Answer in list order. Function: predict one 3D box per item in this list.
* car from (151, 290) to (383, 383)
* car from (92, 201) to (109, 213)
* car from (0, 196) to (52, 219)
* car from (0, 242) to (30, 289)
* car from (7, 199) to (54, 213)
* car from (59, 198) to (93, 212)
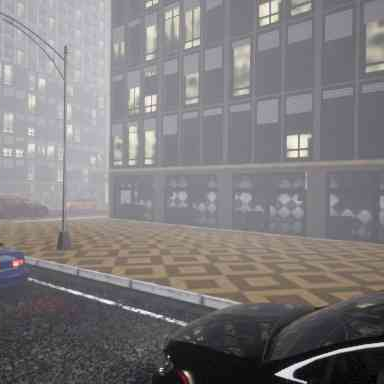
[{"bbox_3d":[1.874,1.505,2.346,4.892,1.490,1.837,0,0,35],"label":"car"},{"bbox_3d":[-9.183,1.828,40.120,1.752,1.417,4.829,1,0,37],"label":"car"},{"bbox_3d":[-15.999,1.517,30.922,2.192,1.841,5.009,1,0,37],"label":"car"},{"bbox_3d":[-6.046,1.543,8.016,5.357,1.411,2.033,0,0,36],"label":"car"},{"bbox_3d":[-19.478,1.641,40.304,1.752,1.417,4.829,1,0,37],"label":"car"},{"bbox_3d":[-14.564,1.551,42.564,2.097,1.767,4.553,1,0,37],"label":"car"}]
